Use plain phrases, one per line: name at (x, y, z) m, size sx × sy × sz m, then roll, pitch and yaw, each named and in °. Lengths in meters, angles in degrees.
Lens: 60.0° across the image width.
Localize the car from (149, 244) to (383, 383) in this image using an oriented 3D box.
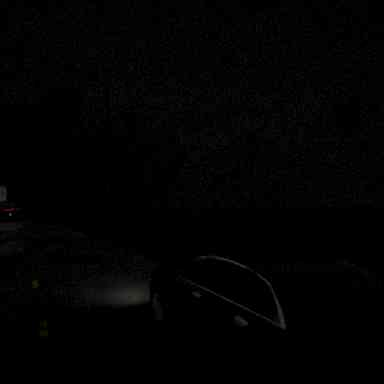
car at (0.859, 1.465, 4.450) m, size 1.837 × 1.490 × 4.892 m, roll -1°, pitch 0°, yaw -25°

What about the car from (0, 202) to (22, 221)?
car at (-15.326, 1.553, 26.858) m, size 1.882 × 1.535 × 5.008 m, roll 0°, pitch 0°, yaw -43°
